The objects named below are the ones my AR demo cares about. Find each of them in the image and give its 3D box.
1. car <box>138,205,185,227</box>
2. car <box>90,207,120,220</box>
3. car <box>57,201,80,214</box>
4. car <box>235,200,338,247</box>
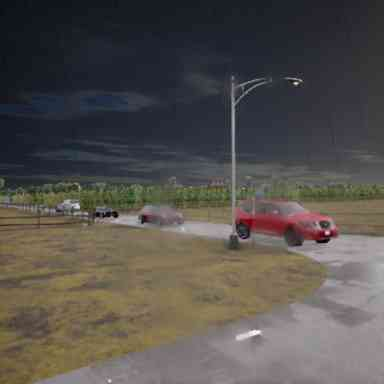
[{"bbox_3d":[-2.526,1.812,26.712,2.097,1.767,4.553,0,-1,-36],"label":"car"},{"bbox_3d":[-9.720,2.300,36.712,1.895,1.301,4.718,0,-1,-36],"label":"car"},{"bbox_3d":[-18.952,2.510,49.693,2.128,1.511,4.902,0,-1,-36],"label":"car"},{"bbox_3d":[4.370,1.447,16.633,2.150,2.045,5.566,0,-1,-32],"label":"car"}]
